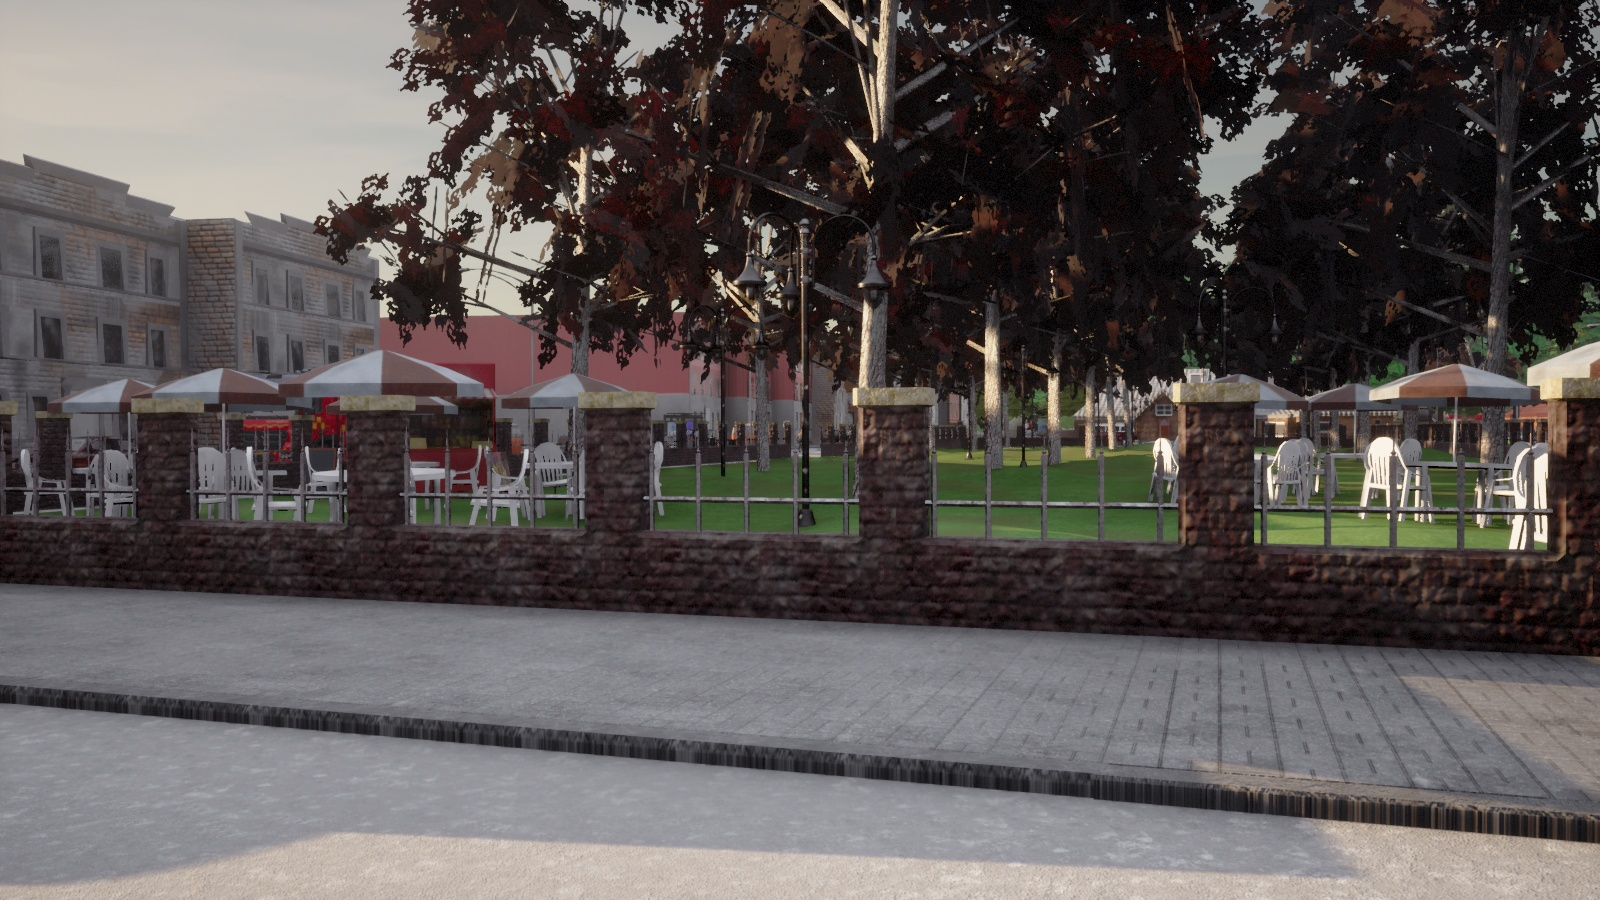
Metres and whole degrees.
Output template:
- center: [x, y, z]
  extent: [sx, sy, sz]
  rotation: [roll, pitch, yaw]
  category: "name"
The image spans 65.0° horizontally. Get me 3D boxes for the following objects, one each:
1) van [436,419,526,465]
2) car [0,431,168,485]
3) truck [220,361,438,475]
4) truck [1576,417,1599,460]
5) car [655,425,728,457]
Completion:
- center: [-14.173, -0.370, 55.991]
  extent: [1.775, 1.987, 4.442]
  rotation: [1, 1, 18]
  category: "van"
- center: [-20.693, 0.180, 36.370]
  extent: [1.816, 1.474, 4.193]
  rotation: [1, 1, 18]
  category: "car"
- center: [-17.227, -1.152, 46.772]
  extent: [2.891, 3.827, 8.468]
  rotation: [1, 1, 18]
  category: "truck"
- center: [48.041, -0.666, 74.068]
  extent: [2.627, 2.467, 5.204]
  rotation: [1, 1, 18]
  category: "truck"
- center: [-5.846, -0.511, 68.335]
  extent: [2.152, 1.651, 5.027]
  rotation: [1, 1, 19]
  category: "car"
